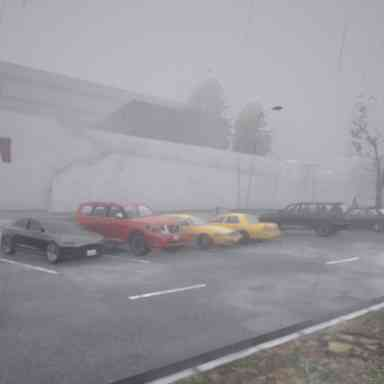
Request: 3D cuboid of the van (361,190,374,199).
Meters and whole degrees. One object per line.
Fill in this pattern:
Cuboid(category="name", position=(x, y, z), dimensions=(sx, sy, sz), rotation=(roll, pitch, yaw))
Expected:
Cuboid(category="van", position=(43.874, 0.614, 82.003), dimensions=(1.878, 1.987, 4.442), rotation=(7, 2, 36))

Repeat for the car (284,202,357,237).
Cuboid(category="car", position=(7.007, 1.665, 21.133), dimensions=(5.566, 2.045, 2.435), rotation=(-1, -2, 36))

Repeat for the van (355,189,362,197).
Cuboid(category="van", position=(42.195, 0.367, 84.511), dimensions=(1.878, 1.987, 4.442), rotation=(7, 2, 36))

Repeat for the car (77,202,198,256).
Cuboid(category="car", position=(-2.839, 1.445, 14.329), dimensions=(5.566, 2.045, 2.435), rotation=(-1, -2, 36))

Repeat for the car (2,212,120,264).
Cuboid(category="car", position=(-5.316, 1.675, 12.623), dimensions=(4.792, 1.488, 2.163), rotation=(-1, -2, 36))

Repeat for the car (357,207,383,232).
Cuboid(category="car", position=(12.008, 1.915, 24.489), dimensions=(4.553, 1.767, 2.185), rotation=(-1, -2, 36))

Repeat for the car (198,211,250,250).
Cuboid(category="car", position=(-0.238, 1.741, 15.923), dimensions=(5.366, 1.575, 1.946), rotation=(-1, -2, 36))

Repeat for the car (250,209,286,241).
Cuboid(category="car", position=(1.930, 1.801, 17.829), dimensions=(5.366, 1.575, 1.946), rotation=(-1, -2, 36))

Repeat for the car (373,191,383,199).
Cuboid(category="car", position=(45.583, 1.090, 79.599), dimensions=(2.231, 1.521, 4.892), rotation=(7, 2, 36))
